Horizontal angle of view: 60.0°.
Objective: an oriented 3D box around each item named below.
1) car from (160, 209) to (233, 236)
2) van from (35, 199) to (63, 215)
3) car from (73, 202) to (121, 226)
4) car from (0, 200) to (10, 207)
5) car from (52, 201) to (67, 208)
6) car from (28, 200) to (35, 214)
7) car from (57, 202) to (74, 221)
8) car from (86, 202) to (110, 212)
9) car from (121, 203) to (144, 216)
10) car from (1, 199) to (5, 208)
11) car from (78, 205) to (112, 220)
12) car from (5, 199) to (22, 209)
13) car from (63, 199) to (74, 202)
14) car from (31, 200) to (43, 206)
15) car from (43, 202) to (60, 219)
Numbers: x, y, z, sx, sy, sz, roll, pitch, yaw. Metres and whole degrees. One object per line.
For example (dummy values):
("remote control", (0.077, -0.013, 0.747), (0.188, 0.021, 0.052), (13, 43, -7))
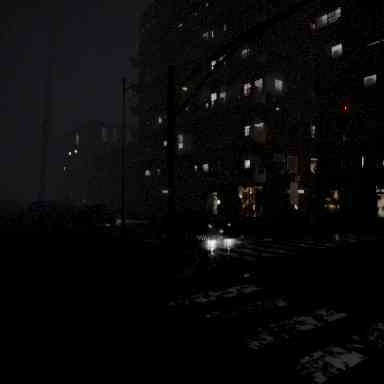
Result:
("car", (0.043, 1.756, 20.072), (2.033, 1.411, 5.357), (0, -1, -35))
("van", (-17.183, 1.900, 39.807), (1.690, 1.788, 3.998), (-1, 0, -35))
("car", (-7.563, 1.777, 26.308), (1.967, 1.590, 4.097), (-1, 0, -35))
("car", (-42.730, 2.666, 75.663), (1.752, 1.417, 4.829), (-1, 0, -35))
("car", (-26.582, 2.462, 66.582), (1.887, 1.381, 4.507), (-1, 0, -35))
("car", (-20.387, 2.073, 44.306), (1.967, 1.590, 4.097), (-1, 0, -35))
("car", (-10.668, 1.934, 30.669), (1.752, 1.417, 4.829), (-1, 0, -35))
("car", (-13.765, 2.192, 48.596), (1.947, 1.339, 4.313), (-1, 0, -35))
("car", (-7.457, 2.006, 39.741), (1.752, 1.417, 4.829), (-1, 0, -35))
("car", (-36.416, 2.542, 66.803), (1.887, 1.381, 4.507), (-1, 0, -35))
("car", (-10.002, 2.041, 34.171), (1.895, 1.301, 4.718), (0, -1, -35))
("car", (-33.212, 2.365, 62.304), (1.967, 1.590, 4.097), (-1, 0, -35))
("car", (-23.382, 2.160, 62.086), (2.192, 1.841, 5.009), (-1, 0, -35))
("car", (-39.398, 2.774, 84.568), (1.947, 1.339, 4.313), (-1, 0, -35))
("car", (-13.973, 2.036, 35.306), (2.008, 1.369, 4.403), (-1, 0, -35))
